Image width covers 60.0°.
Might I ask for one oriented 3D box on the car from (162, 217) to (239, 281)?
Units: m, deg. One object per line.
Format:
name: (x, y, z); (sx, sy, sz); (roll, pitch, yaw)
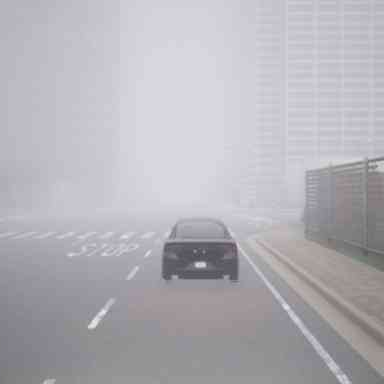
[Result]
car: (0.222, 1.472, 9.868); (1.882, 1.535, 5.008); (0, 0, 1)

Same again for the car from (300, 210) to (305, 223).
car: (9.277, 1.489, 21.796); (4.181, 1.385, 1.994); (0, 0, 0)
